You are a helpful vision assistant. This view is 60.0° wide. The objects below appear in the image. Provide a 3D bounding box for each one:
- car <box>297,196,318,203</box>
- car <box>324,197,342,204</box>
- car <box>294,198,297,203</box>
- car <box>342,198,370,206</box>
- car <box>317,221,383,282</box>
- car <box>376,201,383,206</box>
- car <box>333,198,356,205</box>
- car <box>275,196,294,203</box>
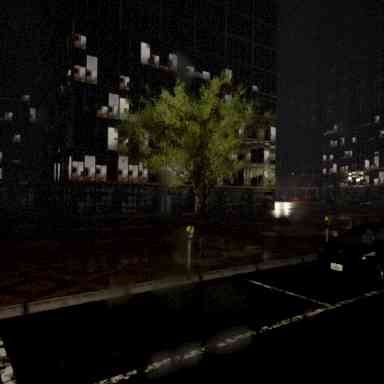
[{"bbox_3d":[29.284,1.826,83.055,2.192,1.841,5.009,1,-1,-20],"label":"car"},{"bbox_3d":[27.682,1.693,64.567,1.967,1.590,4.097,1,-1,-20],"label":"car"},{"bbox_3d":[27.351,2.129,88.303,1.802,1.307,4.206,1,-1,-20],"label":"car"},{"bbox_3d":[29.609,1.767,59.317,2.008,1.369,4.403,1,-1,-20],"label":"car"},{"bbox_3d":[5.565,1.575,9.832,4.313,1.339,1.947,0,1,-34],"label":"car"},{"bbox_3d":[36.941,1.894,62.207,1.752,1.417,4.829,1,-1,-20],"label":"car"},{"bbox_3d":[33.140,1.990,72.550,2.008,1.369,4.403,1,-1,-20],"label":"car"},{"bbox_3d":[21.895,1.800,80.313,1.967,1.590,4.097,1,-1,-20],"label":"car"}]
